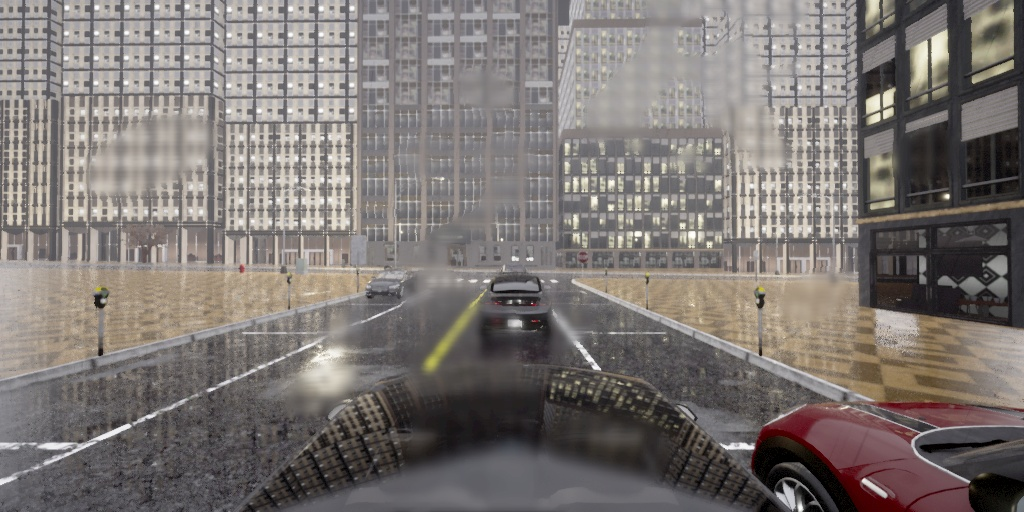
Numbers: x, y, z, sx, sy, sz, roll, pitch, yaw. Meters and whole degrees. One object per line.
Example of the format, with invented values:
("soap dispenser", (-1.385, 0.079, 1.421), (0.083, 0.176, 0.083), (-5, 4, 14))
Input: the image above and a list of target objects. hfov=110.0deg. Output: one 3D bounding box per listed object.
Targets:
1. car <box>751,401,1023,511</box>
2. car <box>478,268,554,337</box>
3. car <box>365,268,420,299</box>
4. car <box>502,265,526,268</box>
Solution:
("car", (2.691, 1.190, 0.965), (1.967, 1.591, 4.097), (0, 0, 0))
("car", (0.101, 1.256, 10.329), (1.837, 1.490, 4.892), (0, 0, 0))
("car", (-5.818, 1.301, 17.900), (2.007, 1.370, 4.403), (0, 0, 0))
("car", (0.109, 1.243, 20.949), (2.128, 1.511, 4.902), (0, 0, 0))
